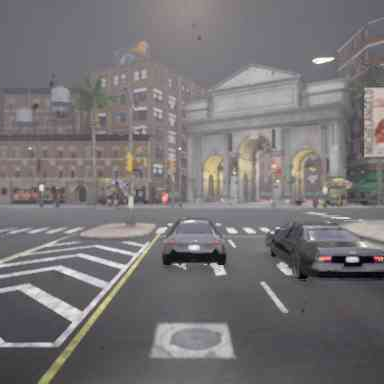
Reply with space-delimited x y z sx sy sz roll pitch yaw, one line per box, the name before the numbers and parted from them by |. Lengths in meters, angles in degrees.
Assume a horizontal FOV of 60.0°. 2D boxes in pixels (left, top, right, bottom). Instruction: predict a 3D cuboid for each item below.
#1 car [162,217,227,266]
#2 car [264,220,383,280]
car | 0.079 1.565 11.533 1.994 1.385 4.181 0 0 0
car | 3.575 1.549 9.898 2.033 1.411 5.357 0 0 0
